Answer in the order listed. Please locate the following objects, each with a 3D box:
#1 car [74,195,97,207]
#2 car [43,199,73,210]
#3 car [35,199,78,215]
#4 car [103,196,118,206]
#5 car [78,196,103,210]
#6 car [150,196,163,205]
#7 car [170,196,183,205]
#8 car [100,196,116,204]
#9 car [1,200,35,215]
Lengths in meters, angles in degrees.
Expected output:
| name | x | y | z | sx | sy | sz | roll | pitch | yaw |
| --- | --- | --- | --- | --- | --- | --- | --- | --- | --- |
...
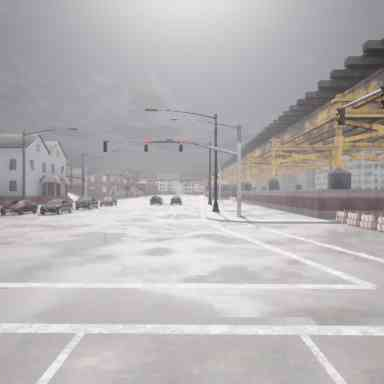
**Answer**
| name | x | y | z | sx | sy | sz | roll | pitch | yaw |
| --- | --- | --- | --- | --- | --- | --- | --- | --- | --- |
| car | -16.972 | 1.352 | 53.206 | 2.097 | 1.767 | 4.553 | 0 | 0 | 2 |
| car | -17.221 | 1.601 | 43.003 | 1.895 | 1.301 | 4.718 | 0 | 0 | 1 |
| car | -13.925 | 1.505 | 34.414 | 1.837 | 1.490 | 4.892 | 0 | 0 | 1 |
| car | -13.459 | 1.526 | 53.951 | 1.812 | 1.442 | 4.674 | 0 | 0 | 2 |
| car | -13.704 | 1.505 | 43.666 | 1.837 | 1.490 | 4.892 | 0 | 0 | 1 |
| car | -6.252 | 1.478 | 58.923 | 1.882 | 1.535 | 5.008 | 0 | 0 | 1 |
| car | -2.753 | 1.505 | 58.841 | 1.837 | 1.490 | 4.892 | 0 | 0 | 1 |
| car | -16.606 | 1.525 | 65.867 | 1.812 | 1.442 | 4.674 | 0 | 0 | 2 |
| car | -17.440 | 1.526 | 33.912 | 1.812 | 1.442 | 4.674 | 0 | 0 | 1 |
